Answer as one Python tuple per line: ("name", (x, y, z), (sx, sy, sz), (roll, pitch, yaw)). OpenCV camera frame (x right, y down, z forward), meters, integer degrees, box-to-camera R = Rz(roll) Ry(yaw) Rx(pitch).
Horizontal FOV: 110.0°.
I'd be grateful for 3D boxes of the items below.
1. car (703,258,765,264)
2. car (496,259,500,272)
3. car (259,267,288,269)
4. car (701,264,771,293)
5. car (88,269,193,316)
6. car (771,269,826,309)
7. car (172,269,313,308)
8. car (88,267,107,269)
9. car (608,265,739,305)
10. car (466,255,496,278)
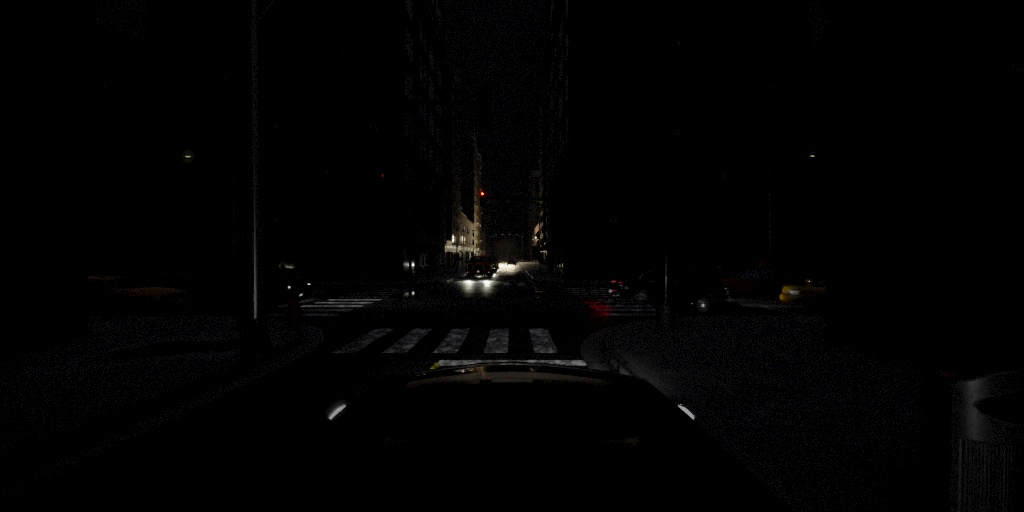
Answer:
("car", (12.314, 1.032, 20.958), (5.009, 1.841, 2.192), (0, 0, 0))
("car", (-2.929, 0.956, 43.913), (2.150, 2.045, 5.566), (0, 0, 0))
("car", (-14.569, 1.307, 20.942), (4.313, 1.339, 1.948), (0, 0, 0))
("car", (12.134, 1.277, 18.382), (5.357, 1.411, 2.033), (0, 0, 3))
("car", (-14.403, 1.304, 12.917), (4.829, 1.417, 1.751), (0, 0, 0))
("car", (12.480, 1.280, 12.933), (4.829, 1.417, 1.751), (0, 0, 0))
("car", (-11.300, 1.365, 15.452), (4.718, 1.301, 1.895), (0, 0, 0))
("car", (-25.395, 1.315, 20.935), (4.313, 1.339, 1.948), (0, 0, 0))
("car", (6.660, 1.253, 15.465), (4.892, 1.490, 1.837), (0, 0, 0))
("car", (-2.911, 0.963, 33.524), (2.150, 2.045, 5.566), (0, 0, 0))
